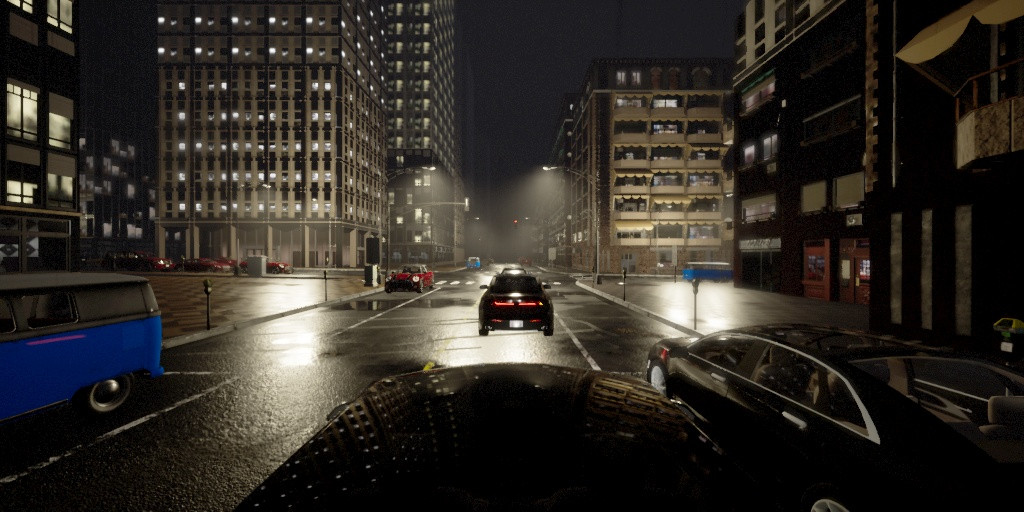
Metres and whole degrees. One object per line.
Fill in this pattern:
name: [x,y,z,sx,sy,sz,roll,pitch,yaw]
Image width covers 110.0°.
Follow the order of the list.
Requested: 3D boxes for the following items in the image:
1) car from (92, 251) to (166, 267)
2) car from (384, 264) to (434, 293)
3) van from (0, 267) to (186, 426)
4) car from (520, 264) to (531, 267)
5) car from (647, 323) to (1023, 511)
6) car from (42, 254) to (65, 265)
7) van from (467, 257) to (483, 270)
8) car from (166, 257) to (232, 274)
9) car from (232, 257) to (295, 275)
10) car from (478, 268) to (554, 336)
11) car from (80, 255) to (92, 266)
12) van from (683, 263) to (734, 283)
car: [-32.292,0.482,30.971,5.009,1.841,2.192,0,0,0]
car: [-5.688,1.192,20.227,1.967,1.591,4.097,0,0,0]
van: [-5.688,1.091,3.281,1.690,1.789,3.998,0,0,0]
car: [0.102,1.316,19.157,1.994,1.385,4.181,0,0,0]
car: [2.692,1.300,3.280,2.007,1.370,4.403,0,0,0]
car: [-49.102,0.399,39.315,4.313,1.339,1.948,0,0,0]
van: [-5.686,1.105,52.701,1.690,1.789,3.998,0,0,0]
car: [-26.718,0.857,30.983,4.207,1.307,1.802,0,0,0]
car: [-21.144,0.822,30.995,4.097,1.591,1.967,0,0,0]
car: [0.102,1.255,10.364,1.837,1.490,4.892,0,0,0]
car: [-43.696,0.466,39.327,4.829,1.417,1.751,0,0,0]
van: [16.915,1.457,30.943,3.998,1.789,1.690,0,0,0]
